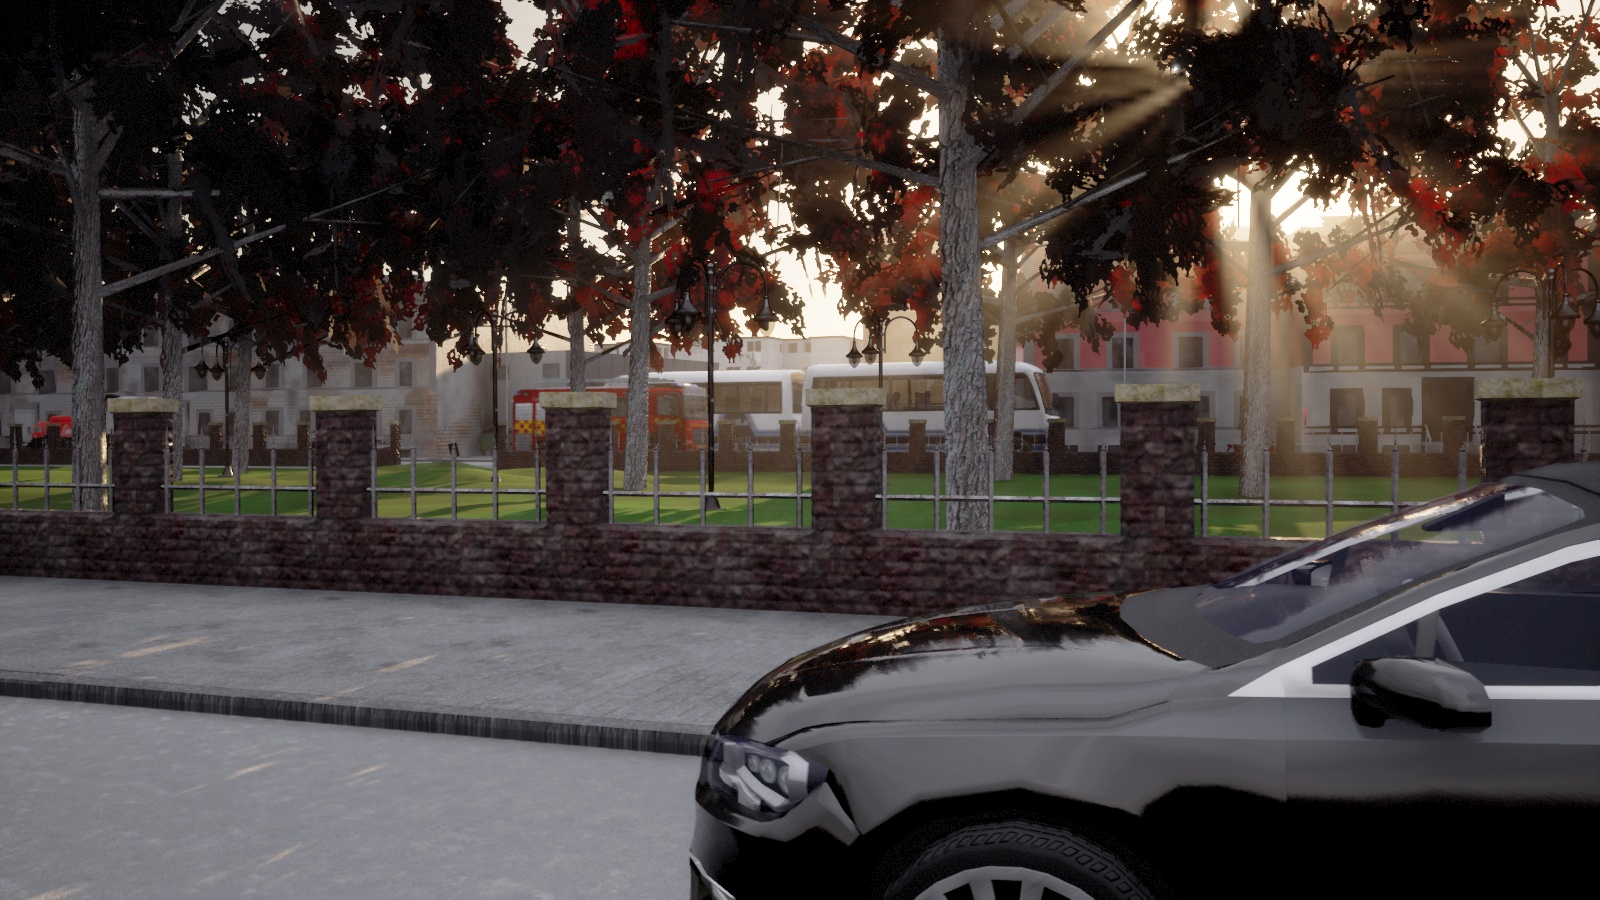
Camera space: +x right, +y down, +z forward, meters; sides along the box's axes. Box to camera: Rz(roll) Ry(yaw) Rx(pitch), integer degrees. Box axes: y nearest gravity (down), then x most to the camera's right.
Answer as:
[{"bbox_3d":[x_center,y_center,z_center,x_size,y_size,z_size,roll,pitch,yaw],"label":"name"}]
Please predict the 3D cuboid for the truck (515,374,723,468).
[{"bbox_3d":[-7.813,-1.248,54.220,8.468,3.827,2.891,1,1,19],"label":"truck"}]

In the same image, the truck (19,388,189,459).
[{"bbox_3d":[-35.196,-1.330,63.520,7.936,3.462,2.891,1,1,19],"label":"truck"}]

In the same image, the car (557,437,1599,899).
[{"bbox_3d":[2.121,0.742,3.061,4.902,1.511,2.128,1,1,17],"label":"car"}]

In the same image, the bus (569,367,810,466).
[{"bbox_3d":[-5.040,-1.501,57.498,10.273,4.253,3.944,1,1,19],"label":"bus"}]

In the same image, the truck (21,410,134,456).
[{"bbox_3d":[-39.888,-0.948,69.340,5.204,2.467,2.627,1,1,19],"label":"truck"}]

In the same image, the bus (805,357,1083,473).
[{"bbox_3d":[5.701,-1.328,49.615,10.273,4.253,3.944,0,1,19],"label":"bus"}]
